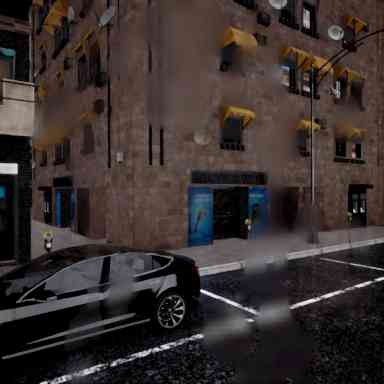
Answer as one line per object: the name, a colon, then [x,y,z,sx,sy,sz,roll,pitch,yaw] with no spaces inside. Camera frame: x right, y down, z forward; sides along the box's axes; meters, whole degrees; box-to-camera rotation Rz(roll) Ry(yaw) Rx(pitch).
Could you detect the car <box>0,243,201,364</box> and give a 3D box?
car: [-1.837,1.566,5.256,4.313,1.339,1.947,0,0,-36]
